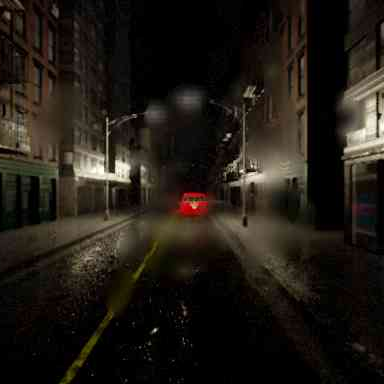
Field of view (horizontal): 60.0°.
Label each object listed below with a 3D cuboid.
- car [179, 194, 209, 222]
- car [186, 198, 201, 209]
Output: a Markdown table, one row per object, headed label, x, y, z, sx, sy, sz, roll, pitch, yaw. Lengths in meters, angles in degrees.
| label | x | y | z | sx | sy | sz | roll | pitch | yaw |
| --- | --- | --- | --- | --- | --- | --- | --- | --- | --- |
| car | 0.157 | 1.173 | 26.143 | 2.150 | 2.045 | 5.566 | 0 | 0 | 0 |
| car | 0.193 | 1.522 | 44.914 | 1.895 | 1.301 | 4.718 | 0 | 0 | 0 |
